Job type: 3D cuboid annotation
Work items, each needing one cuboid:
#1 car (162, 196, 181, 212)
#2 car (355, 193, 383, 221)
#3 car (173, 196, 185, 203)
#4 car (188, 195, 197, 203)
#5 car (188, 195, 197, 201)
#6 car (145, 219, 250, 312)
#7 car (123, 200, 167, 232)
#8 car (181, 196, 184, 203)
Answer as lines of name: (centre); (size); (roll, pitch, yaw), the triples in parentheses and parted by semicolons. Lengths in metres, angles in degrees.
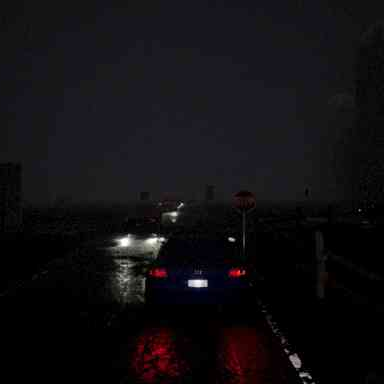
car: (-2.808, 1.360, 39.449); (2.097, 1.767, 4.553); (0, 0, 0)
car: (15.154, 0.960, 24.579); (5.566, 2.045, 2.150); (-1, 1, 0)
car: (-2.678, 1.530, 69.582); (2.128, 1.511, 4.902); (0, 0, 0)
car: (0.071, 1.585, 68.961); (2.033, 1.411, 5.357); (0, 0, 0)
car: (0.082, 1.490, 79.386); (1.994, 1.385, 4.181); (0, 0, 0)
car: (0.106, 1.562, 7.807); (1.994, 1.385, 4.181); (0, 0, 0)
car: (-2.830, 1.477, 20.098); (1.882, 1.535, 5.008); (0, 0, 0)
car: (-2.775, 1.568, 55.051); (2.033, 1.411, 5.357); (0, 0, 0)
